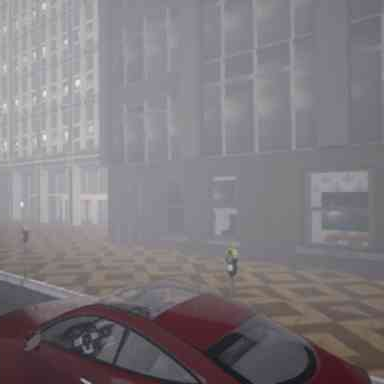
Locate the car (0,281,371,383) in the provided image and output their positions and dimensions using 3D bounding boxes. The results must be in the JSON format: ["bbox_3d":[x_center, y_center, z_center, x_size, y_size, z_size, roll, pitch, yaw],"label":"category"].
[{"bbox_3d":[-0.516,1.583,3.248,4.206,1.307,1.802,0,-1,35],"label":"car"}]
